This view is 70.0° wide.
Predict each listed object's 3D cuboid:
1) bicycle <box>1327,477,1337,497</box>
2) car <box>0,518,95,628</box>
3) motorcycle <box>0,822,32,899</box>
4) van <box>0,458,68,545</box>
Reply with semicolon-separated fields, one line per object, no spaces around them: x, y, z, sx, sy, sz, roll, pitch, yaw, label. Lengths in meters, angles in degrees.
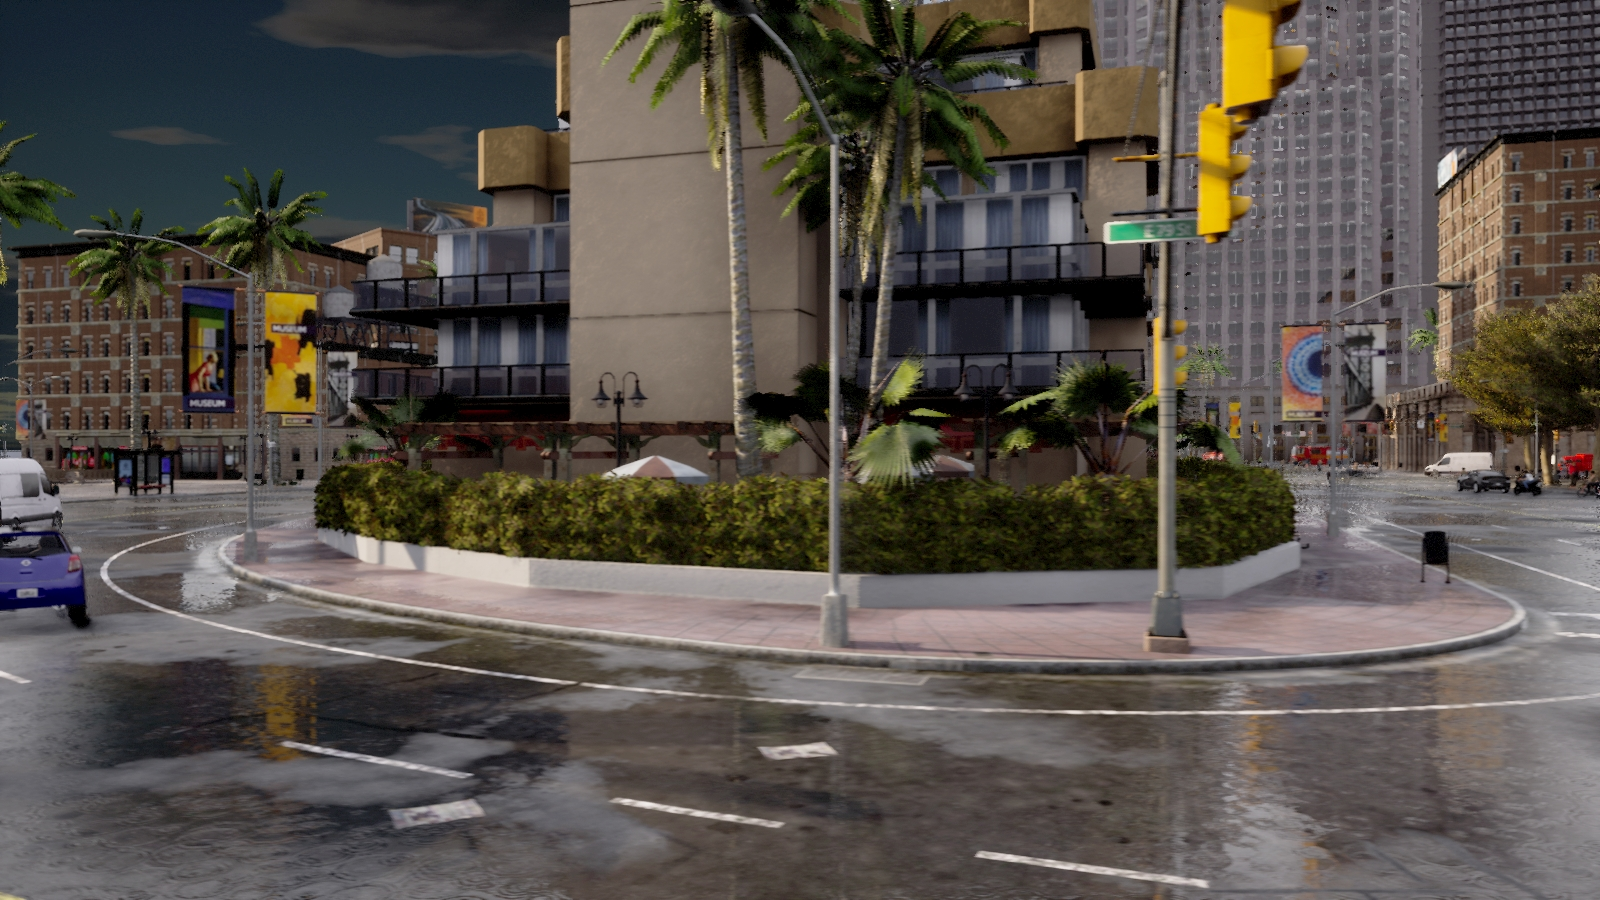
32.193;2.218;69.120;0.329;1.171;1.835;0;0;17;bicycle
-13.347;2.041;19.587;1.845;1.501;3.633;0;0;-36;car
-4.455;2.213;5.052;2.033;1.145;0.803;1;-1;25;motorcycle
-25.396;1.541;36.301;1.988;2.561;5.915;0;0;-16;van
